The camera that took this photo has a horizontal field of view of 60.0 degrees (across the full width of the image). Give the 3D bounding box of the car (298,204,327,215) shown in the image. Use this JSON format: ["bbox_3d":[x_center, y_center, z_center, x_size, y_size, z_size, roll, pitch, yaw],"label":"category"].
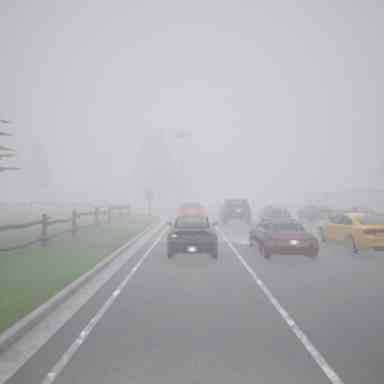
[{"bbox_3d":[10.522,1.810,28.502,2.128,1.511,4.902,0,0,0],"label":"car"}]

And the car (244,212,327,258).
[{"bbox_3d":[3.524,1.715,13.417,1.994,1.385,4.181,0,-1,1],"label":"car"}]

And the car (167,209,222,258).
[{"bbox_3d":[0.025,1.658,13.506,1.837,1.490,4.892,0,0,1],"label":"car"}]

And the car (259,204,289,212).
[{"bbox_3d":[7.022,1.824,28.504,1.837,1.490,4.892,0,0,0],"label":"car"}]

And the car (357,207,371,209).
[{"bbox_3d":[14.019,1.915,28.248,1.895,1.301,4.718,0,-1,0],"label":"car"}]

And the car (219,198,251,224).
[{"bbox_3d":[3.513,1.532,27.580,2.150,2.045,5.566,0,0,0],"label":"car"}]

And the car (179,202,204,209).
[{"bbox_3d":[-0.068,1.667,28.419,2.097,1.767,4.553,0,-1,-2],"label":"car"}]

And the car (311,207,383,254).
[{"bbox_3d":[7.033,1.637,14.249,1.882,1.535,5.008,0,0,1],"label":"car"}]
